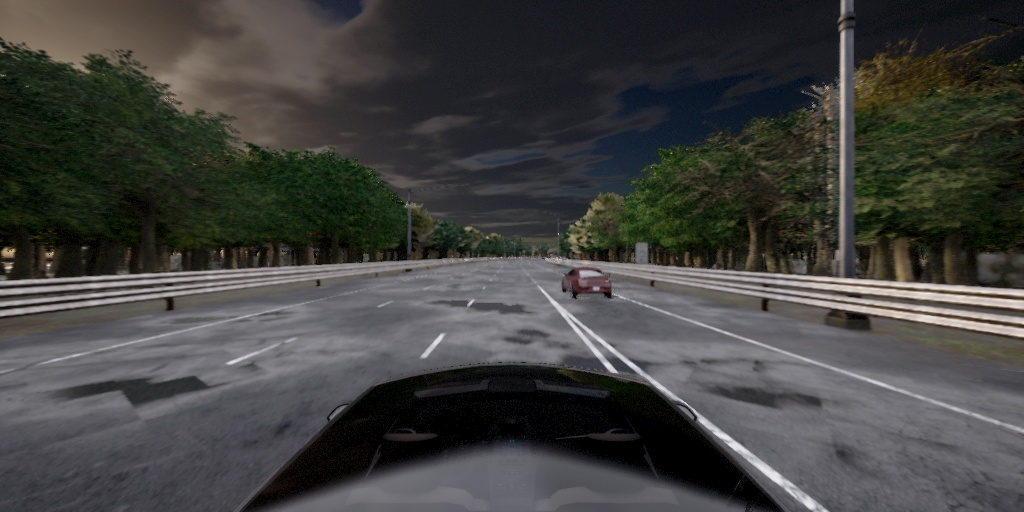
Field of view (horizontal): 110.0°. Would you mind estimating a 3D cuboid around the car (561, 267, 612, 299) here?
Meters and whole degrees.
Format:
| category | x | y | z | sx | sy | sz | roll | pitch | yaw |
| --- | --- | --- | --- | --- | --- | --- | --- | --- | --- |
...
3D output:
| category | x | y | z | sx | sy | sz | roll | pitch | yaw |
| --- | --- | --- | --- | --- | --- | --- | --- | --- | --- |
| car | 3.662 | 1.276 | 18.046 | 1.812 | 1.442 | 4.674 | 0 | 0 | -1 |
